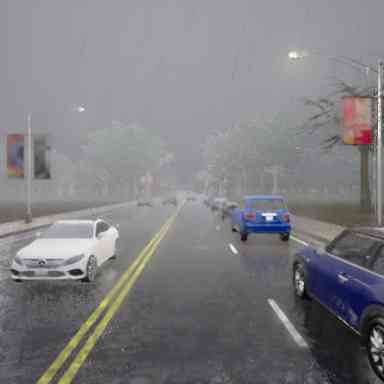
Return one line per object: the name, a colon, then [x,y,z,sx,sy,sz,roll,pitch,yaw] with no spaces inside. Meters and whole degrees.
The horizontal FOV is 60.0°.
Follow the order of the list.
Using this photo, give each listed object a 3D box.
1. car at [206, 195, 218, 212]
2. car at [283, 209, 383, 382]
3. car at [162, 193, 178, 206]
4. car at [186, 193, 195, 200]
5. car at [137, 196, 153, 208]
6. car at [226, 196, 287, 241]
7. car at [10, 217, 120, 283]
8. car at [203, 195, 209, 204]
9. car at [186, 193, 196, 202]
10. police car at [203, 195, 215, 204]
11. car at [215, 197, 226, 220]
car: [3.165,1.435,38.596,2.163,1.488,4.792,0,0,0]
car: [3.247,1.342,5.520,2.097,1.767,4.553,0,0,0]
car: [-3.461,1.128,52.379,2.150,2.045,5.566,0,0,0]
car: [-0.410,1.079,87.821,2.097,1.767,4.553,0,0,-1]
car: [-6.708,1.419,47.649,1.837,1.490,4.892,0,1,0]
car: [3.233,1.191,16.585,2.150,2.045,5.566,0,0,0]
car: [-3.359,1.508,9.727,1.812,1.442,4.674,0,0,0]
car: [3.113,1.344,49.571,2.033,1.649,4.856,0,0,0]
car: [-0.259,1.272,69.566,1.812,1.442,4.674,0,0,0]
police car: [3.048,1.398,60.577,2.038,1.542,4.974,0,0,0]
car: [3.204,1.455,27.561,1.837,1.490,4.892,0,0,0]
